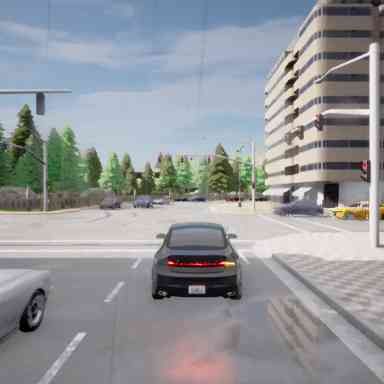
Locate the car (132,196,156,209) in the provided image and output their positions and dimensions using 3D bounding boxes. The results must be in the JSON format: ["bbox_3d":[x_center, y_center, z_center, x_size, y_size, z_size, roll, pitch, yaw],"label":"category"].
[{"bbox_3d":[-6.757,1.351,46.477,2.097,1.767,4.553,0,0,3],"label":"car"}]

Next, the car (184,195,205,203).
[{"bbox_3d":[0.949,1.476,70.778,1.882,1.535,5.008,0,0,34],"label":"car"}]

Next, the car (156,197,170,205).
[{"bbox_3d":[-5.376,1.598,57.360,1.895,1.301,4.718,0,0,16],"label":"car"}]

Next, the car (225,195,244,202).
[{"bbox_3d":[9.710,1.476,75.109,5.008,1.535,1.882,0,0,-41],"label":"car"}]

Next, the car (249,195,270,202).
[{"bbox_3d":[15.183,1.593,74.838,4.718,1.301,1.895,0,0,-33],"label":"car"}]

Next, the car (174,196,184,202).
[{"bbox_3d":[-1.854,1.593,72.887,1.895,1.301,4.718,0,0,34],"label":"car"}]

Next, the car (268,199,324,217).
[{"bbox_3d":[9.868,1.580,31.042,4.674,1.442,1.812,0,0,0],"label":"car"}]

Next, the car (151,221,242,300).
[{"bbox_3d":[0.116,1.505,8.390,1.837,1.490,4.892,0,0,1],"label":"car"}]

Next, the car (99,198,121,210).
[{"bbox_3d":[-10.383,1.502,42.376,1.837,1.490,4.892,0,0,2],"label":"car"}]

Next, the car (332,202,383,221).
[{"bbox_3d":[14.212,1.532,27.559,5.008,1.535,1.882,0,0,0],"label":"car"}]

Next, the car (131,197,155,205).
[{"bbox_3d":[-8.610,1.546,58.677,2.033,1.411,5.357,0,0,17],"label":"car"}]

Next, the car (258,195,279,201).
[{"bbox_3d":[18.507,1.498,80.625,4.892,1.490,1.837,0,0,-22],"label":"car"}]

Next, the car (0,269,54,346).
[{"bbox_3d":[-3.426,1.601,3.869,1.895,1.301,4.718,0,0,0],"label":"car"}]
